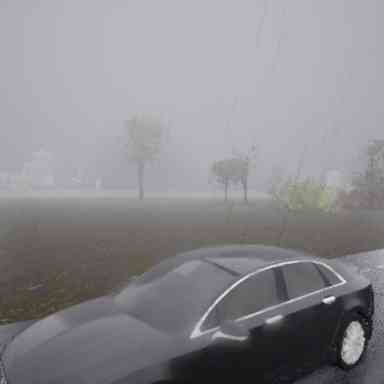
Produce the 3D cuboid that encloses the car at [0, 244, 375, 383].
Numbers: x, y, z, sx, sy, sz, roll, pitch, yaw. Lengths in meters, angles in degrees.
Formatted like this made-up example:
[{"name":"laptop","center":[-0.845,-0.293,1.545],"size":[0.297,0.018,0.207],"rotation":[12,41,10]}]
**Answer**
[{"name":"car","center":[0.382,1.505,4.127],"size":[4.892,1.490,1.837],"rotation":[0,0,-35]}]
